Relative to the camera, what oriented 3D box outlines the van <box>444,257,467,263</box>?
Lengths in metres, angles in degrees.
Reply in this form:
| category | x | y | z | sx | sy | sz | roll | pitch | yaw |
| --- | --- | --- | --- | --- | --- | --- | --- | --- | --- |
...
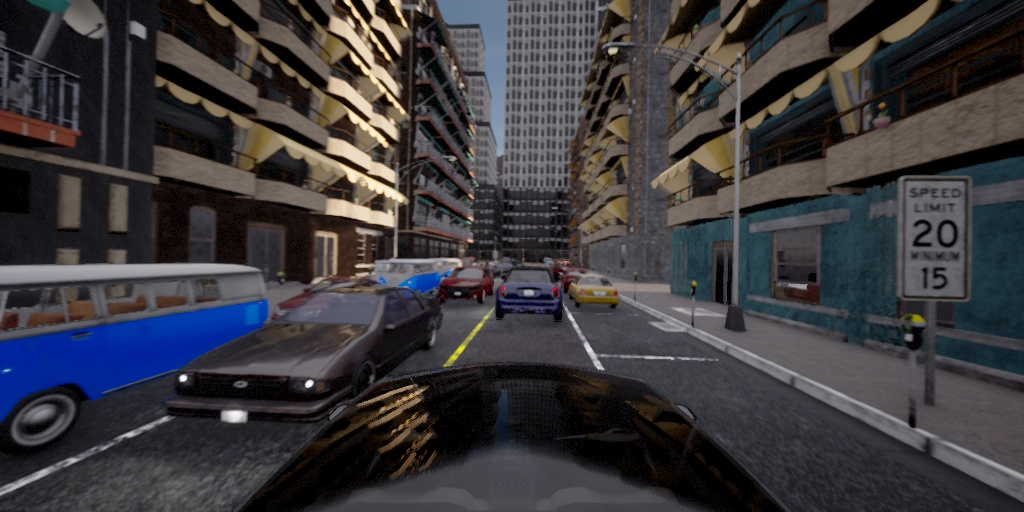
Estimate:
| category | x | y | z | sx | sy | sz | roll | pitch | yaw |
| --- | --- | --- | --- | --- | --- | --- | --- | --- | --- |
| van | -4.114 | 1.032 | 21.574 | 1.690 | 1.789 | 3.998 | 0 | 0 | 4 |

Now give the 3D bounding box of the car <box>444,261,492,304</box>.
| category | x | y | z | sx | sy | sz | roll | pitch | yaw |
| --- | --- | --- | --- | --- | --- | --- | --- | --- | --- |
| car | -1.963 | 1.205 | 16.559 | 1.882 | 1.535 | 5.008 | 1 | 0 | 4 |

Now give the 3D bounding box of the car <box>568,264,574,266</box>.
| category | x | y | z | sx | sy | sz | roll | pitch | yaw |
| --- | --- | --- | --- | --- | --- | --- | --- | --- | --- |
| car | 3.747 | 1.386 | 21.052 | 1.888 | 1.381 | 4.507 | 0 | 0 | 4 |

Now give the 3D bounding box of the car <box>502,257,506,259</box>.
| category | x | y | z | sx | sy | sz | roll | pitch | yaw |
| --- | --- | --- | --- | --- | --- | --- | --- | --- | --- |
| car | -2.255 | 1.287 | 49.544 | 1.751 | 1.417 | 4.829 | 0 | 0 | 4 |

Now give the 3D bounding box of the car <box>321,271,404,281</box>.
| category | x | y | z | sx | sy | sz | roll | pitch | yaw |
| --- | --- | --- | --- | --- | --- | --- | --- | --- | --- |
| car | -4.862 | 1.247 | 10.318 | 1.802 | 1.307 | 4.207 | 0 | 0 | 4 |

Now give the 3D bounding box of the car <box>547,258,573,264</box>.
| category | x | y | z | sx | sy | sz | roll | pitch | yaw |
| --- | --- | --- | --- | --- | --- | --- | --- | --- | --- |
| car | 4.495 | 1.183 | 32.307 | 2.192 | 1.841 | 5.009 | 0 | 0 | 4 |

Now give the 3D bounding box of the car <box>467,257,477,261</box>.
| category | x | y | z | sx | sy | sz | roll | pitch | yaw |
| --- | --- | --- | --- | --- | --- | --- | --- | --- | --- |
| car | -3.741 | 1.019 | 27.202 | 2.192 | 1.841 | 5.009 | 0 | 0 | 4 |

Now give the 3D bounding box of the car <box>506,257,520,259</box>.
| category | x | y | z | sx | sy | sz | roll | pitch | yaw |
| --- | --- | --- | --- | --- | --- | --- | --- | --- | --- |
| car | 0.504 | 1.176 | 52.130 | 1.994 | 1.385 | 4.181 | 1 | 0 | 4 |

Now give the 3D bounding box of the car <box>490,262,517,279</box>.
| category | x | y | z | sx | sy | sz | roll | pitch | yaw |
| --- | --- | --- | --- | --- | --- | --- | --- | --- | --- |
| car | -0.713 | 1.319 | 34.636 | 2.033 | 1.411 | 5.357 | 1 | 0 | 4 |

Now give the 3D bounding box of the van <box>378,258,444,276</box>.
| category | x | y | z | sx | sy | sz | roll | pitch | yaw |
| --- | --- | --- | --- | --- | --- | --- | --- | --- | --- |
| van | -4.489 | 1.019 | 15.946 | 1.690 | 1.789 | 3.998 | 0 | 0 | 4 |

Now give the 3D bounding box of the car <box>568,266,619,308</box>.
| category | x | y | z | sx | sy | sz | roll | pitch | yaw |
| --- | --- | --- | --- | --- | --- | --- | --- | --- | --- |
| car | 3.384 | 1.353 | 15.594 | 1.751 | 1.417 | 4.829 | 0 | 0 | 4 |

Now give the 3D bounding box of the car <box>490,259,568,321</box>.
| category | x | y | z | sx | sy | sz | roll | pitch | yaw |
| --- | --- | --- | --- | --- | --- | --- | --- | --- | --- |
| car | 0.645 | 1.124 | 12.819 | 2.097 | 1.767 | 4.553 | 1 | 0 | 4 |

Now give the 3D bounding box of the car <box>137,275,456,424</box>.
| category | x | y | z | sx | sy | sz | roll | pitch | yaw |
| --- | --- | --- | --- | --- | --- | --- | --- | --- | --- |
| car | -2.647 | 1.252 | 6.306 | 2.033 | 1.411 | 5.357 | 1 | 0 | 4 |

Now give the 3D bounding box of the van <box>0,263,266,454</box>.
| category | x | y | z | sx | sy | sz | roll | pitch | yaw |
| --- | --- | --- | --- | --- | --- | --- | --- | --- | --- |
| van | -5.237 | 0.994 | 4.690 | 1.690 | 1.789 | 3.998 | 0 | 0 | 4 |
